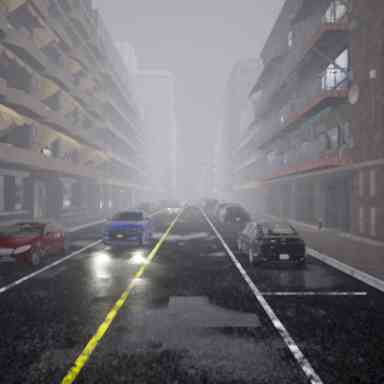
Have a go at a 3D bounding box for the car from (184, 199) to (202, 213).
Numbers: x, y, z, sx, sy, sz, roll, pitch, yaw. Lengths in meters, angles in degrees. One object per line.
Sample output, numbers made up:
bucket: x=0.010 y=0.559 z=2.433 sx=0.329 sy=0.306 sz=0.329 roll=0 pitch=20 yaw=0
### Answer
car: x=-0.004 y=2.023 z=44.105 sx=1.895 sy=1.301 sz=4.718 roll=0 pitch=-1 yaw=1

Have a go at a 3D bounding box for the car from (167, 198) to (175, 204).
car: x=-5.762 y=2.329 z=91.395 sx=1.967 sy=1.590 sz=4.097 roll=0 pitch=-1 yaw=0

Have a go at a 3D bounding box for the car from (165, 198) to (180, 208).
car: x=-3.105 y=2.050 z=58.193 sx=2.128 sy=1.511 sz=4.902 roll=0 pitch=-1 yaw=0

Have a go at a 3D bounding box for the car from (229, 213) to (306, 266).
car: x=2.683 y=1.663 z=11.854 sx=2.008 sy=1.369 sz=4.403 roll=0 pitch=-1 yaw=0

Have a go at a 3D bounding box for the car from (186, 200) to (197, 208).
car: x=-0.024 y=2.169 z=59.163 sx=1.895 sy=1.301 sz=4.718 roll=0 pitch=-1 yaw=1

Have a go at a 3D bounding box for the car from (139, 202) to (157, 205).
car: x=-5.720 y=1.929 z=40.255 sx=1.887 sy=1.381 sz=4.507 roll=0 pitch=-1 yaw=0

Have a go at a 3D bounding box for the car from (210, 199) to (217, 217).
car: x=3.114 y=1.783 z=32.090 sx=1.882 sy=1.535 sz=5.008 roll=0 pitch=-1 yaw=0

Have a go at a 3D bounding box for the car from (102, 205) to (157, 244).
car: x=-3.114 y=1.637 z=16.799 sx=1.882 sy=1.535 sz=5.008 roll=0 pitch=-1 yaw=0

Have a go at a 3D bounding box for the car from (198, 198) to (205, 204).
car: x=2.618 y=2.454 z=91.403 sx=1.947 sy=1.339 sz=4.313 roll=0 pitch=-1 yaw=0

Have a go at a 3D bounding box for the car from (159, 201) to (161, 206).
car: x=-5.725 y=2.021 z=45.937 sx=1.802 sy=1.307 sz=4.206 roll=0 pitch=-1 yaw=0

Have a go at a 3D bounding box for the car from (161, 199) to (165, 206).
car: x=-5.744 y=2.207 z=68.666 sx=1.887 sy=1.381 sz=4.507 roll=0 pitch=-1 yaw=0

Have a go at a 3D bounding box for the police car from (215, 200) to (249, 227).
police car: x=3.113 y=1.664 z=25.201 sx=1.930 sy=1.638 sz=5.238 roll=0 pitch=-1 yaw=0

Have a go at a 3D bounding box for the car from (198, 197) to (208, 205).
car: x=2.628 y=2.089 z=80.041 sx=2.192 sy=1.841 sz=5.009 roll=0 pitch=-1 yaw=0

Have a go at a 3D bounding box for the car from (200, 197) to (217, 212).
car: x=2.656 y=1.753 z=45.949 sx=2.192 sy=1.841 sz=5.009 roll=0 pitch=-1 yaw=0

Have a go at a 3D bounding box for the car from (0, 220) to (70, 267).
car: x=-5.697 y=1.695 z=11.844 sx=1.802 sy=1.307 sz=4.206 roll=0 pitch=-1 yaw=0

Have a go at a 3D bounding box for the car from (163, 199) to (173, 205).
car: x=-5.753 y=2.326 z=80.030 sx=2.008 sy=1.369 sz=4.403 roll=0 pitch=-1 yaw=0

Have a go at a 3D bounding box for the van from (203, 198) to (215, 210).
van: x=2.651 y=1.835 z=51.631 sx=1.690 sy=1.788 sz=3.998 roll=0 pitch=-1 yaw=0
